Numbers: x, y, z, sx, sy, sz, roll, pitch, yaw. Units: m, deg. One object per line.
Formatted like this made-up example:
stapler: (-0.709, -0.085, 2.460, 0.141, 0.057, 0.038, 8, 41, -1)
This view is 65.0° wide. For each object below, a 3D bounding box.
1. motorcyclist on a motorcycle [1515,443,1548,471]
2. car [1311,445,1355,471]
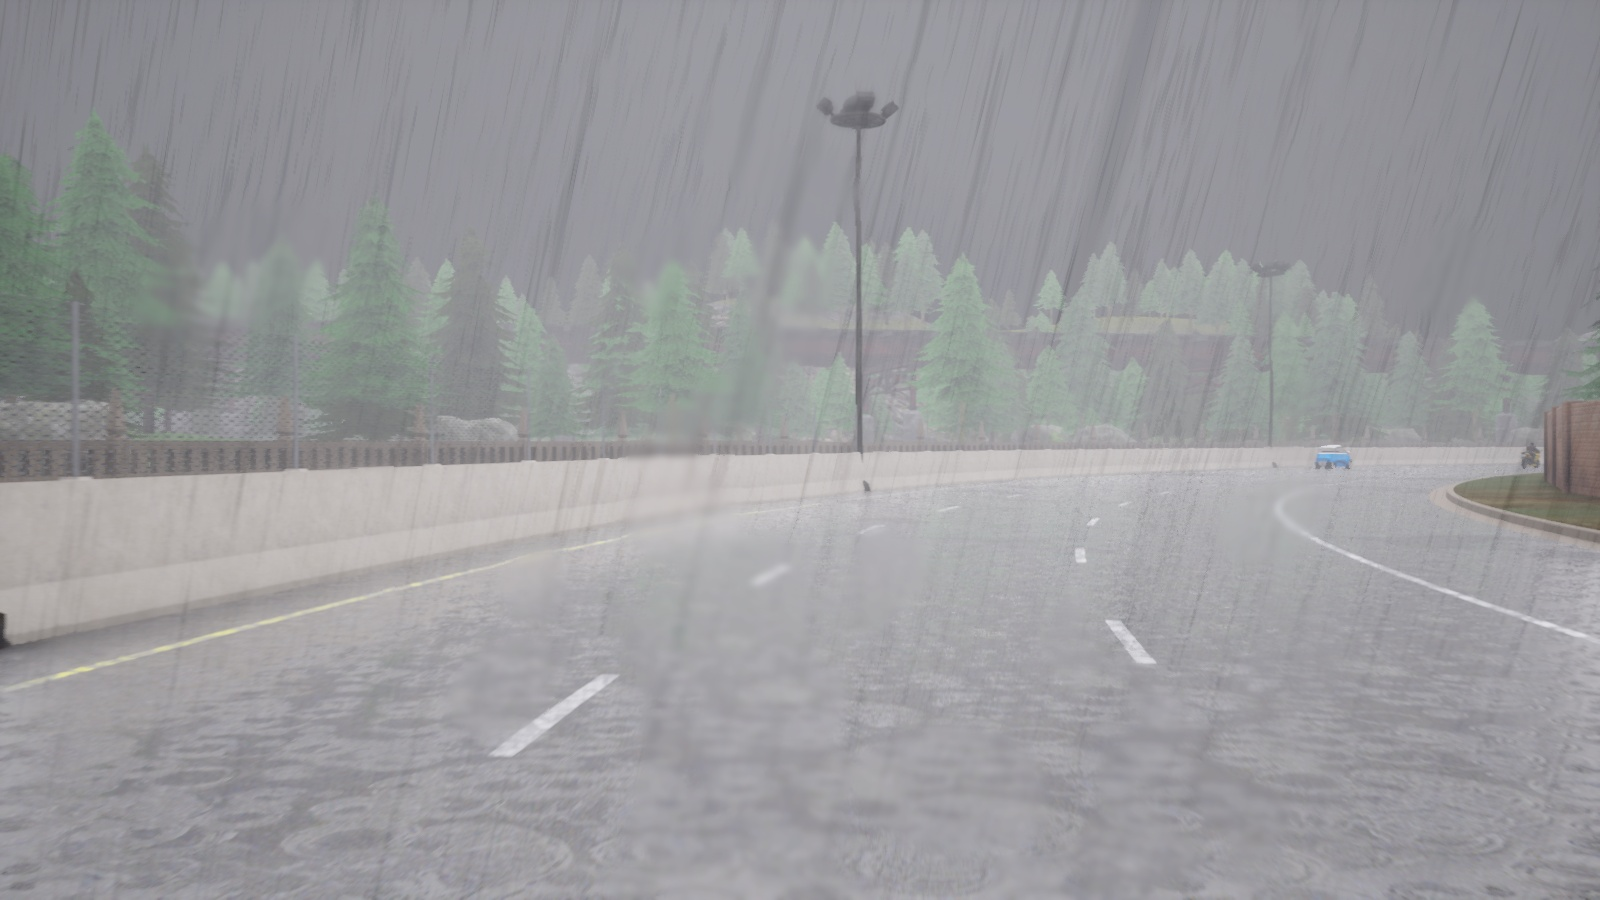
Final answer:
motorcyclist on a motorcycle: (40.881, 0.386, 70.161, 2.044, 1.523, 0.797, 0, 1, -36)
car: (29.865, 0.443, 70.348, 2.207, 1.376, 1.481, -1, 0, -41)
